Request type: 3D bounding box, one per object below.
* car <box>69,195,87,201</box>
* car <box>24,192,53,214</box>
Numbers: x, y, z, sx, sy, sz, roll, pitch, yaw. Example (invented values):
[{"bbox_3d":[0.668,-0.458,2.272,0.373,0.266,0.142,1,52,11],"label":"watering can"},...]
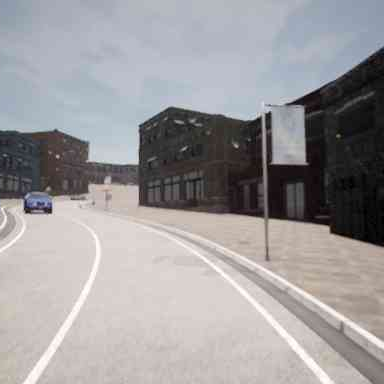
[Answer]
[{"bbox_3d":[-24.751,1.270,72.513,2.033,1.411,5.357,-1,0,4],"label":"car"},{"bbox_3d":[-14.864,1.021,32.087,2.150,2.045,5.566,2,-1,-30],"label":"car"}]
